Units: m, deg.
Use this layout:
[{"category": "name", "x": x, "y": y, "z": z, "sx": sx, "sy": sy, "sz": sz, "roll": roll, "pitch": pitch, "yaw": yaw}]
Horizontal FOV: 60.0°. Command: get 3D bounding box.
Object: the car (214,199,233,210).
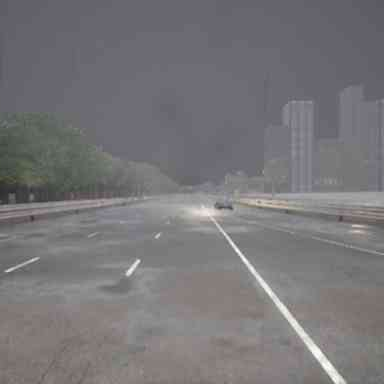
[{"category": "car", "x": 4.146, "y": 1.669, "z": 44.378, "sx": 1.994, "sy": 1.385, "sz": 4.181, "roll": 0, "pitch": 0, "yaw": -4}]
